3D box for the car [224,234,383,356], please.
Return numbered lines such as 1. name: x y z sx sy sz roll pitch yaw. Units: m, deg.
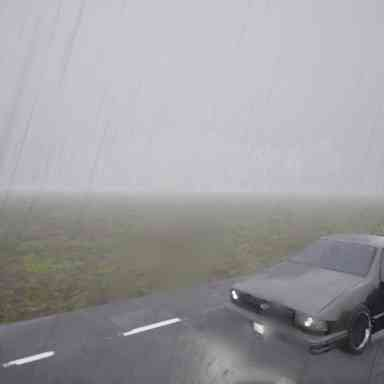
1. car: 3.144 1.540 6.232 5.357 1.411 2.033 0 0 -35
